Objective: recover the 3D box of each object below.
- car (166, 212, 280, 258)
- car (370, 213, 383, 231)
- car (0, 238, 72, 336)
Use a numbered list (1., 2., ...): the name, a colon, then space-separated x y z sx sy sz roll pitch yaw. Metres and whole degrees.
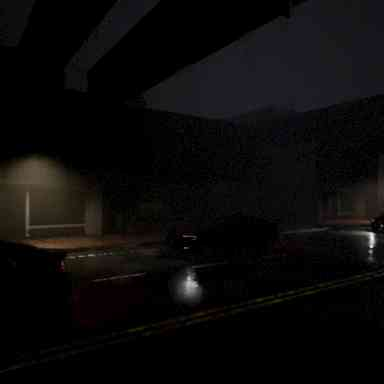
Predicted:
1. car: 1.339 1.568 13.331 5.008 1.535 1.882 1 -1 -34
2. car: 13.384 1.782 21.376 4.674 1.442 1.812 1 -1 -34
3. car: -4.457 1.490 5.173 4.892 1.490 1.837 1 0 -34
